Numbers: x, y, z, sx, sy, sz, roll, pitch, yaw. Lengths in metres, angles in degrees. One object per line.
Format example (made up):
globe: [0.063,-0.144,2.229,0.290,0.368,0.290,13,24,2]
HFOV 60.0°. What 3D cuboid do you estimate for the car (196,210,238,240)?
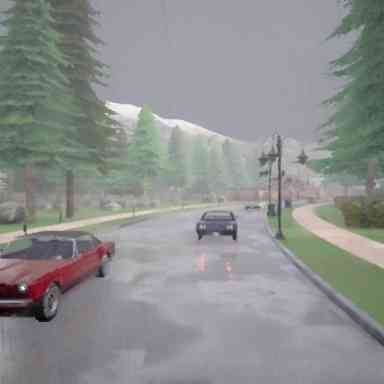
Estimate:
car: [1.401,1.580,16.941,1.895,1.301,4.718,0,0,8]

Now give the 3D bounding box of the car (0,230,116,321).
car: [-3.240,1.590,7.399,1.895,1.301,4.718,0,0,4]

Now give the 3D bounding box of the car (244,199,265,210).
car: [7.931,1.553,41.487,1.895,1.301,4.718,0,0,21]
